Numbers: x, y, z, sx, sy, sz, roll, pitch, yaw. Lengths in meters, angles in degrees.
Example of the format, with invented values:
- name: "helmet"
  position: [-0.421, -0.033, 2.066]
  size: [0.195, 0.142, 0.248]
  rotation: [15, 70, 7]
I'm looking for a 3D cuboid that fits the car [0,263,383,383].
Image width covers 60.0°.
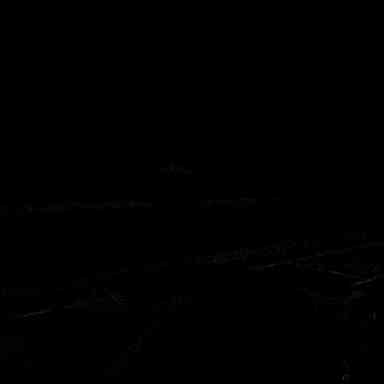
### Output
- name: "car"
  position: [-0.194, 1.533, 3.239]
  size: [5.357, 1.411, 2.033]
  rotation: [-1, 0, -35]
